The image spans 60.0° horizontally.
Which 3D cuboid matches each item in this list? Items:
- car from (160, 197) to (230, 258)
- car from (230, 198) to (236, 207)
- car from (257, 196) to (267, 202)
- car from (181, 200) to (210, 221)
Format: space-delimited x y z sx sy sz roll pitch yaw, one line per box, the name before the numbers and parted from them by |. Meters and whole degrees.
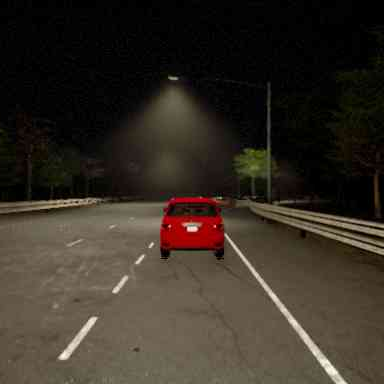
car | 0.012 1.243 12.922 2.150 2.045 5.566 0 0 0
car | 5.586 1.577 52.048 1.882 1.535 5.008 0 0 21
car | 15.057 1.591 70.395 1.837 1.490 4.892 0 0 35
car | 0.411 1.538 29.061 2.128 1.511 4.902 0 0 5
